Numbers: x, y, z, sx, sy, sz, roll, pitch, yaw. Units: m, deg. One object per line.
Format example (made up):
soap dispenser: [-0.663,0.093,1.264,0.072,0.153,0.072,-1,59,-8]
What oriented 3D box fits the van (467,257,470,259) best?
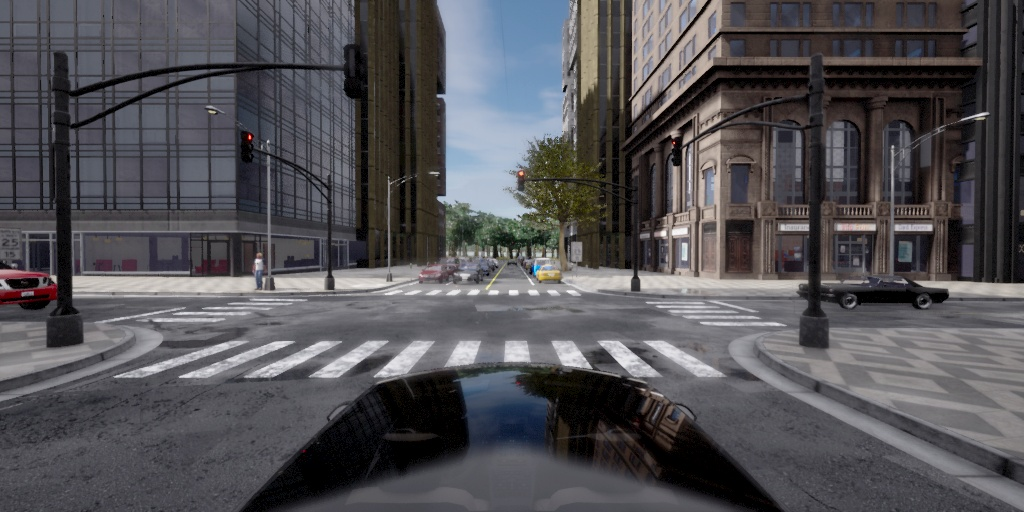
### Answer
van: [-5.795,1.049,38.334,1.690,1.789,3.998,0,0,0]

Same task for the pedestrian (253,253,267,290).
pedestrian: [-12.537,0.740,17.796,0.375,1.860,0.375,0,0,0]

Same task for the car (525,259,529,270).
car: [2.730,1.274,38.349,1.948,1.339,4.313,0,0,0]

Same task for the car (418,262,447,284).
car: [-5.785,1.310,26.973,1.802,1.307,4.207,0,0,0]

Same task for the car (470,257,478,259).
car: [-5.800,1.010,44.014,2.192,1.841,5.009,0,0,0]

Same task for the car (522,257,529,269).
car: [2.721,1.207,49.879,1.751,1.417,4.829,0,0,0]

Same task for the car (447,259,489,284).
car: [-3.127,1.220,26.484,2.128,1.511,4.902,0,0,1]

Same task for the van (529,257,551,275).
van: [2.735,1.059,32.670,1.690,1.789,3.998,0,0,0]

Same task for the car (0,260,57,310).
car: [-18.383,0.841,11.542,5.566,2.045,2.150,1,1,0]

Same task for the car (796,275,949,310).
car: [14.698,1.443,14.844,4.718,1.301,1.895,0,1,0]

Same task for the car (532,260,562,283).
car: [2.740,1.253,27.160,1.751,1.417,4.829,0,0,0]

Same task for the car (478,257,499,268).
car: [-3.126,1.181,46.418,2.128,1.511,4.902,0,0,0]

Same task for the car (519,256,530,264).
car: [2.711,1.201,61.067,2.007,1.370,4.403,0,0,0]

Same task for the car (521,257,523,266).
car: [2.716,1.211,55.388,1.888,1.381,4.507,0,0,0]

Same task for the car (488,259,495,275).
car: [-3.123,1.260,36.306,2.033,1.411,5.357,0,0,0]

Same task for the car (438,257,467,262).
car: [-5.790,1.033,32.654,2.192,1.841,5.009,0,0,0]
